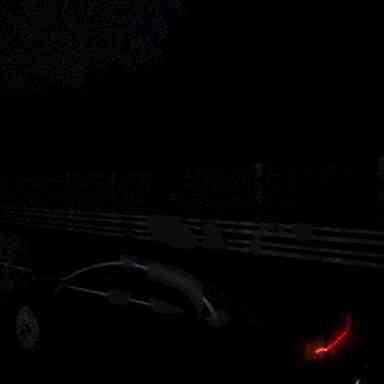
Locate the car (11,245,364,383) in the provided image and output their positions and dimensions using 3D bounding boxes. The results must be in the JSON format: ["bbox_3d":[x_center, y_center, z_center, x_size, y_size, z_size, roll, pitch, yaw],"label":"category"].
[{"bbox_3d":[-0.502,1.478,4.373,4.902,1.511,2.128,0,0,36],"label":"car"}]
